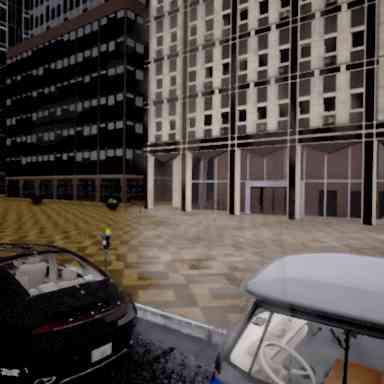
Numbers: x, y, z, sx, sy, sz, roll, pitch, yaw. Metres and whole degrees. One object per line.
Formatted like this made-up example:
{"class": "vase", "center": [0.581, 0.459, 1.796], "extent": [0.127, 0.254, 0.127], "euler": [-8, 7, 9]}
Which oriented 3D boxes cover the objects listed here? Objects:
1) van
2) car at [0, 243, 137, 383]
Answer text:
{"class": "van", "center": [1.897, 1.360, 1.532], "extent": [3.998, 1.788, 1.690], "euler": [2, 1, 36]}
{"class": "car", "center": [-2.738, 1.430, 4.836], "extent": [4.403, 1.369, 2.008], "euler": [2, 1, 36]}
